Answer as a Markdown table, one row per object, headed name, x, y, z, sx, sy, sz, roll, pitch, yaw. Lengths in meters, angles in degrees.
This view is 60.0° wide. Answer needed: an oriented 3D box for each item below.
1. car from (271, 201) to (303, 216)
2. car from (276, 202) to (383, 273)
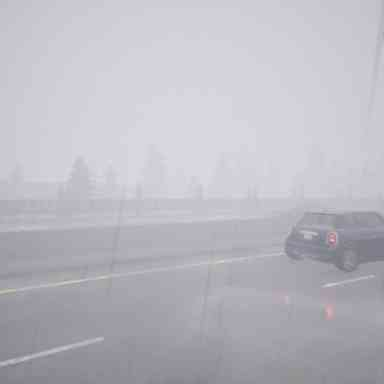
| name | x | y | z | sx | sy | sz | roll | pitch | yaw |
| --- | --- | --- | --- | --- | --- | --- | --- | --- | --- |
| car | 9.415 | 1.519 | 28.414 | 5.357 | 1.411 | 2.033 | 0 | 0 | -22 |
| car | 5.245 | 1.332 | 10.748 | 4.553 | 1.767 | 2.097 | 0 | 0 | -29 |
